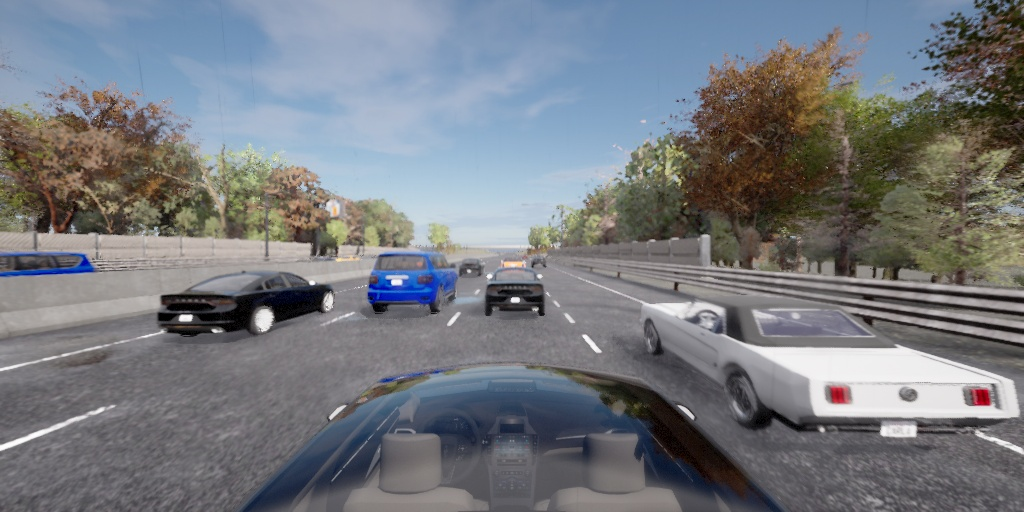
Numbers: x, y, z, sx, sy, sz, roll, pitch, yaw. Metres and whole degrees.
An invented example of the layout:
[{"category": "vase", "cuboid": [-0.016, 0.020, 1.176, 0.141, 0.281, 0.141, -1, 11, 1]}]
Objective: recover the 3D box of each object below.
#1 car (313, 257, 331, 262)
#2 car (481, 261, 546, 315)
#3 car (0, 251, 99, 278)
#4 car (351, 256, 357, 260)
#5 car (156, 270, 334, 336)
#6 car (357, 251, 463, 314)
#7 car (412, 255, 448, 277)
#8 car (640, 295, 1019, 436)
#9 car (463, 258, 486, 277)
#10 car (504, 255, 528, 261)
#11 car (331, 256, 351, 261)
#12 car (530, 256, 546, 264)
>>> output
[{"category": "car", "cuboid": [-28.044, 0.775, 53.720, 1.994, 1.385, 4.181, 0, 1, 1]}, {"category": "car", "cuboid": [0.101, 1.107, 12.940, 1.882, 1.535, 5.008, 0, 1, 0]}, {"category": "car", "cuboid": [-17.598, 0.860, 12.013, 2.150, 2.045, 5.566, 0, 1, 0]}, {"category": "car", "cuboid": [-21.061, 0.702, 52.451, 1.882, 1.535, 5.008, 0, 1, 0]}, {"category": "car", "cuboid": [-6.897, 1.137, 10.054, 1.882, 1.535, 5.008, 0, 1, 0]}, {"category": "car", "cuboid": [-3.403, 0.847, 13.292, 2.150, 2.045, 5.566, 0, 1, 0]}, {"category": "car", "cuboid": [-6.898, 0.797, 30.701, 2.097, 1.767, 4.553, 0, 1, 0]}, {"category": "car", "cuboid": [3.566, 1.252, 5.462, 1.895, 1.301, 4.718, 0, 1, 2]}, {"category": "car", "cuboid": [-3.398, 0.947, 30.964, 1.837, 1.490, 4.892, 0, 1, 0]}, {"category": "car", "cuboid": [0.101, 0.798, 30.668, 2.097, 1.767, 4.553, 0, 1, 0]}, {"category": "car", "cuboid": [-24.545, 0.688, 53.856, 1.882, 1.535, 5.008, 0, 1, 1]}, {"category": "car", "cuboid": [3.504, 0.705, 48.069, 1.837, 1.490, 4.892, 0, 0, 0]}]
